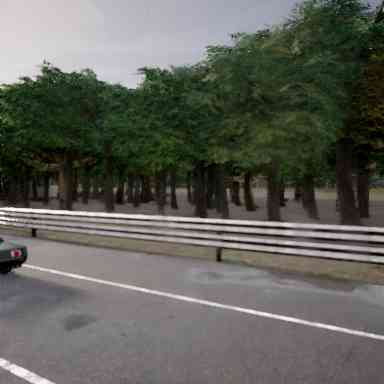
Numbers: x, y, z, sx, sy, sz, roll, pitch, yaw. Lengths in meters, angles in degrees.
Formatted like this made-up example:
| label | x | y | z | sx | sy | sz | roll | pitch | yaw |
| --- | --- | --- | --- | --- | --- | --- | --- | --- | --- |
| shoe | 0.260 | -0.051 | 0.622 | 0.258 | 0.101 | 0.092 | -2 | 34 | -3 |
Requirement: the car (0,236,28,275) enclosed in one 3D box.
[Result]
| label | x | y | z | sx | sy | sz | roll | pitch | yaw |
| --- | --- | --- | --- | --- | --- | --- | --- | --- | --- |
| car | -6.683 | 1.589 | 9.122 | 4.718 | 1.301 | 1.895 | 0 | 0 | 33 |
